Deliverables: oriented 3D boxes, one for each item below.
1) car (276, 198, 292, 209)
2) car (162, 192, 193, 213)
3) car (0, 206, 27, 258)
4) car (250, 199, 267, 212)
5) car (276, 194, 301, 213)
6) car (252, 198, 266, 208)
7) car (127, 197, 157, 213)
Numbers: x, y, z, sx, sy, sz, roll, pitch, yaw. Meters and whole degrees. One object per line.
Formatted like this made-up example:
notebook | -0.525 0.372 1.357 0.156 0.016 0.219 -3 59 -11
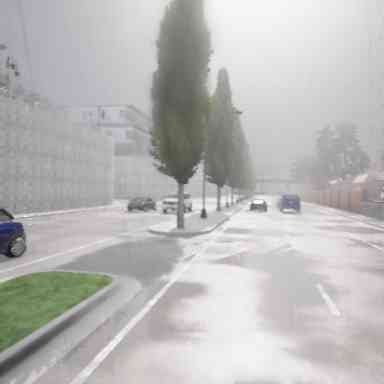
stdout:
car | 13.209 1.643 48.045 1.994 1.385 4.181 1 0 12
car | -1.414 1.055 34.339 2.150 2.045 5.566 1 0 12
car | -6.837 1.172 9.157 2.097 1.767 4.553 1 0 13
car | 7.996 1.568 39.912 1.994 1.385 4.181 1 0 13
car | 11.318 1.299 38.641 2.150 2.045 5.566 1 0 13
car | 9.755 1.606 48.636 1.895 1.301 4.718 1 0 12
car | -5.061 1.263 34.085 1.837 1.490 4.892 1 0 12
